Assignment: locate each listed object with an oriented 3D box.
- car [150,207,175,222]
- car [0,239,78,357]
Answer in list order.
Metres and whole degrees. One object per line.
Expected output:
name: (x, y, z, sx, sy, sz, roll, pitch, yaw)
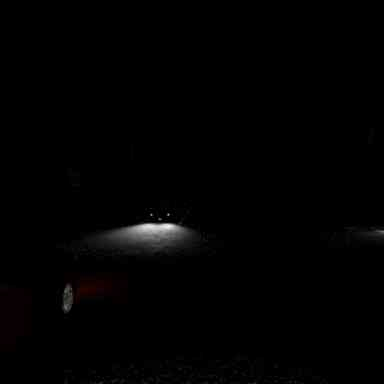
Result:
car: (-2.672, 2.019, 30.473, 1.895, 1.301, 4.718, 0, -1, 1)
car: (-3.330, 1.569, 4.900, 1.882, 1.535, 5.008, 0, -1, 1)
